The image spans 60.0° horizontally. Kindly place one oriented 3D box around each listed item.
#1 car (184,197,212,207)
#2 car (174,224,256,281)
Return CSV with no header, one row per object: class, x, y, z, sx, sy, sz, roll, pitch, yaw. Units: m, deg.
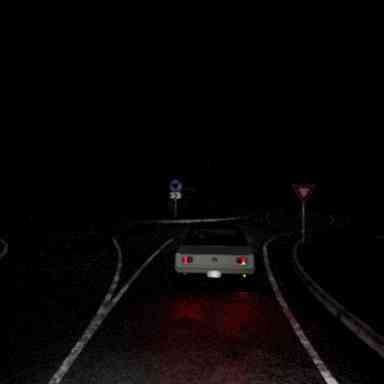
car,0.824,1.367,46.560,2.033,1.411,5.357,0,0,-28
car,0.713,1.585,9.798,1.895,1.301,4.718,0,0,5
